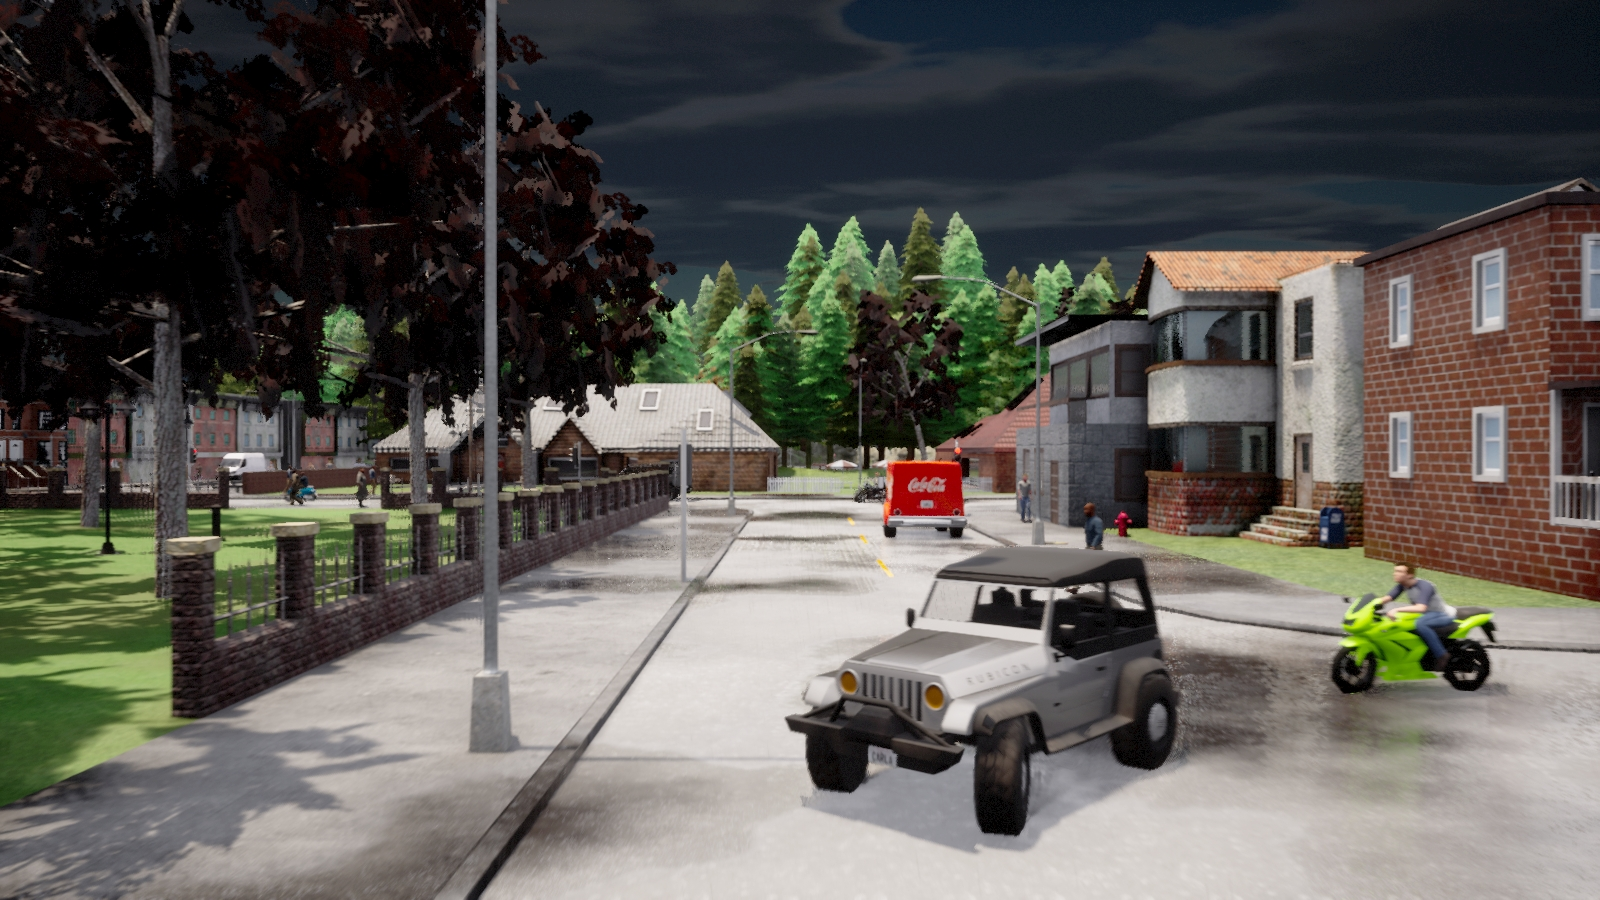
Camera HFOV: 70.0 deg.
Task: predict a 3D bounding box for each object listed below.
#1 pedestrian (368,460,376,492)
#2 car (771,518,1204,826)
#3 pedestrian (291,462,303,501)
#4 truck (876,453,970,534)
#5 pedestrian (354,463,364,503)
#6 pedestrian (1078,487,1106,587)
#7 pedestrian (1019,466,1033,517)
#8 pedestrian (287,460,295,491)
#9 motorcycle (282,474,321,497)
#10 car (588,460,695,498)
[{"bbox_3d":[-25.031,1.530,66.774,0.375,1.860,0.375,0,0,-11],"label":"pedestrian"},{"bbox_3d":[1.772,1.639,9.875,1.905,1.878,3.866,0,0,42],"label":"car"},{"bbox_3d":[-24.147,1.529,54.844,0.375,1.860,0.375,0,0,0],"label":"pedestrian"},{"bbox_3d":[3.973,1.352,37.919,2.627,2.467,5.204,0,0,1],"label":"truck"},{"bbox_3d":[-20.682,1.531,53.589,0.375,1.860,0.375,0,0,-2],"label":"pedestrian"},{"bbox_3d":[5.508,1.631,21.575,0.375,1.860,0.375,0,0,-17],"label":"pedestrian"},{"bbox_3d":[8.376,1.522,42.316,0.375,1.860,0.375,0,0,-10],"label":"pedestrian"},{"bbox_3d":[-30.454,1.524,68.339,0.375,1.860,0.375,0,0,-9],"label":"pedestrian"},{"bbox_3d":[-27.453,1.969,62.917,1.805,1.236,0.856,0,0,0],"label":"motorcycle"},{"bbox_3d":[-8.686,1.565,62.908,5.566,2.045,2.150,0,0,0],"label":"car"}]
